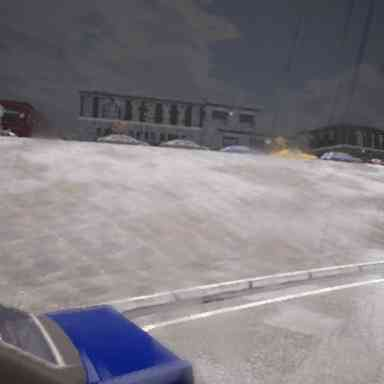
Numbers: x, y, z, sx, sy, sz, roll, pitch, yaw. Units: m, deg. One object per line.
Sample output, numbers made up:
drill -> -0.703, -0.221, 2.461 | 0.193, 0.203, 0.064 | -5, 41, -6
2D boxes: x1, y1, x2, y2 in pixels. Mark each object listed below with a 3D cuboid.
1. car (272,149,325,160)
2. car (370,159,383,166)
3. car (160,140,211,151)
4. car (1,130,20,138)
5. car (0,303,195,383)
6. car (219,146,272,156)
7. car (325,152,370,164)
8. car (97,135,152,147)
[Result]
car -> 10.213, -3.426, 33.324 | 5.008, 1.535, 2.097 | 3, -1, -14
car -> 21.031, -2.830, 36.357 | 4.792, 1.488, 2.163 | 3, -1, -16
car -> -0.580, -3.974, 30.806 | 4.892, 1.521, 2.231 | 3, -1, -12
car -> -16.697, -4.821, 27.563 | 4.553, 1.767, 2.185 | 2, -1, -11
car -> -2.382, 1.574, 2.090 | 4.718, 1.301, 1.895 | 0, 0, -35
car -> 4.828, -3.664, 32.006 | 4.674, 1.452, 2.002 | 3, -1, -13
car -> 15.548, -3.274, 34.753 | 4.553, 1.767, 2.185 | 3, -1, -15
car -> -5.985, -4.224, 29.712 | 4.892, 1.521, 2.231 | 3, -1, -11
